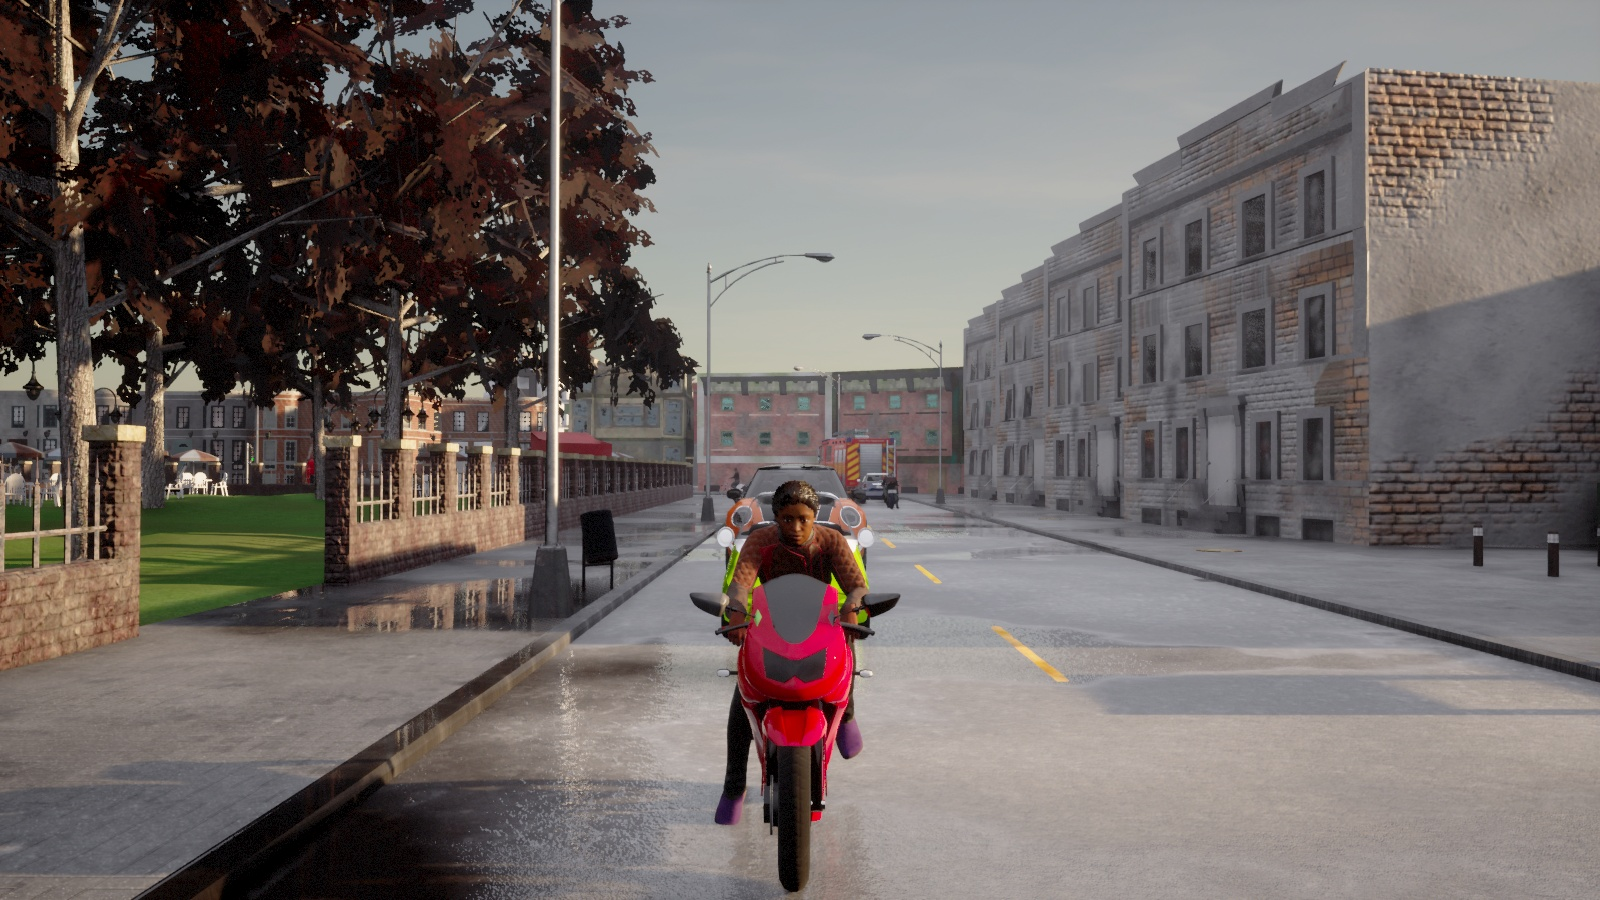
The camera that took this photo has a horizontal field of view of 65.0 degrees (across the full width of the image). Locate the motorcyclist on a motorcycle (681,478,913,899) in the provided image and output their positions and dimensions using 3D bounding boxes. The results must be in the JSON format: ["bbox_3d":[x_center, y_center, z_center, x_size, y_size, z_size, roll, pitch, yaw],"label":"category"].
[{"bbox_3d":[-0.014,0.887,5.366,0.797,1.523,2.044,0,-1,0],"label":"motorcyclist on a motorcycle"}]

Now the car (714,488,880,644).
[{"bbox_3d":[-0.032,1.077,12.395,1.481,1.376,2.207,0,-1,0],"label":"car"}]

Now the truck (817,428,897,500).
[{"bbox_3d":[3.109,0.832,71.245,2.891,3.827,8.468,0,-1,-9],"label":"truck"}]

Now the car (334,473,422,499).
[{"bbox_3d":[-25.003,2.109,74.476,4.514,1.525,2.007,0,-1,0],"label":"car"}]

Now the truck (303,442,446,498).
[{"bbox_3d":[-26.525,1.254,78.481,7.936,3.462,2.891,0,-1,0],"label":"truck"}]

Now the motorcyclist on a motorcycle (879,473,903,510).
[{"bbox_3d":[3.823,1.722,52.982,0.866,1.530,2.191,0,-1,0],"label":"motorcyclist on a motorcycle"}]

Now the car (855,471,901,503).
[{"bbox_3d":[3.787,1.794,61.448,1.970,1.475,3.806,0,-1,0],"label":"car"}]

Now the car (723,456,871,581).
[{"bbox_3d":[-0.053,1.010,20.121,2.097,1.767,4.553,0,-1,0],"label":"car"}]
